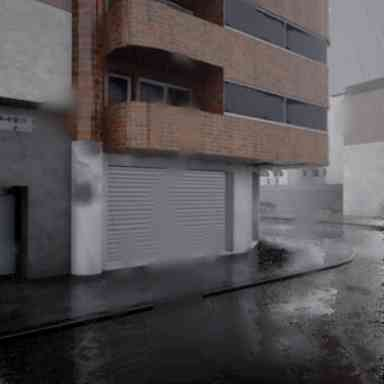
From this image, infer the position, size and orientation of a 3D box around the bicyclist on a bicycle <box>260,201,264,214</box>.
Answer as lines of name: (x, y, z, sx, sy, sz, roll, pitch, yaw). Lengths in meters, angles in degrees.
bicyclist on a bicycle: (6.909, 1.506, 34.364, 1.656, 1.620, 0.582, 0, 0, -36)
